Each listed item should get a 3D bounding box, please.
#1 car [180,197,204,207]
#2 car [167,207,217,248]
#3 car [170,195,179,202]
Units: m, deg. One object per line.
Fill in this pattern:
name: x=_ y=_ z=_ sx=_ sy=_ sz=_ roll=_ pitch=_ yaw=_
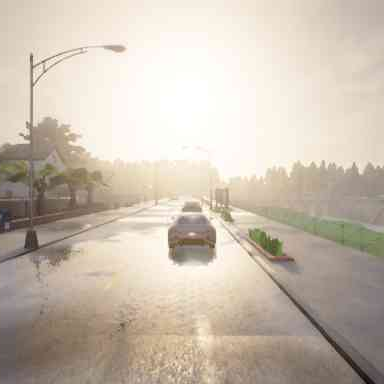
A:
car: x=0.000 y=1.517 z=29.650 sx=1.837 sy=1.490 sz=4.892 roll=0 pitch=0 yaw=0
car: x=0.000 y=1.573 z=14.650 sx=1.994 sy=1.385 sz=4.181 roll=0 pitch=0 yaw=0
car: x=-4.000 y=1.482 z=76.710 sx=2.033 sy=1.411 sz=5.357 roll=0 pitch=0 yaw=0
